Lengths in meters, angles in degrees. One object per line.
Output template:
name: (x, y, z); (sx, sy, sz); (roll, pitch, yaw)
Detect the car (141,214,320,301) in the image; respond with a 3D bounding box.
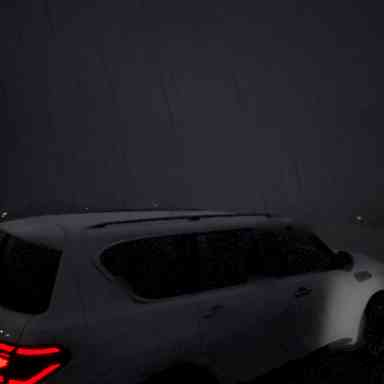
car: (1.271, 1.517, 9.207); (5.008, 1.535, 1.882); (0, 0, -37)

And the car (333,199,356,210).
car: (22.492, 1.783, 48.926); (1.812, 1.442, 4.674); (0, -1, 41)

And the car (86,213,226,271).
car: (-1.132, 1.569, 11.773); (4.674, 1.442, 1.812); (0, 0, -37)

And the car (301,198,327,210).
car: (18.105, 1.737, 49.216); (2.128, 1.511, 4.902); (0, 0, 41)

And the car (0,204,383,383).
car: (0.426, 1.239, 4.180); (5.566, 2.045, 2.150); (0, 0, -37)

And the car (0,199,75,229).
car: (-10.559, 1.409, 22.444); (4.553, 1.767, 2.097); (0, 0, -37)
